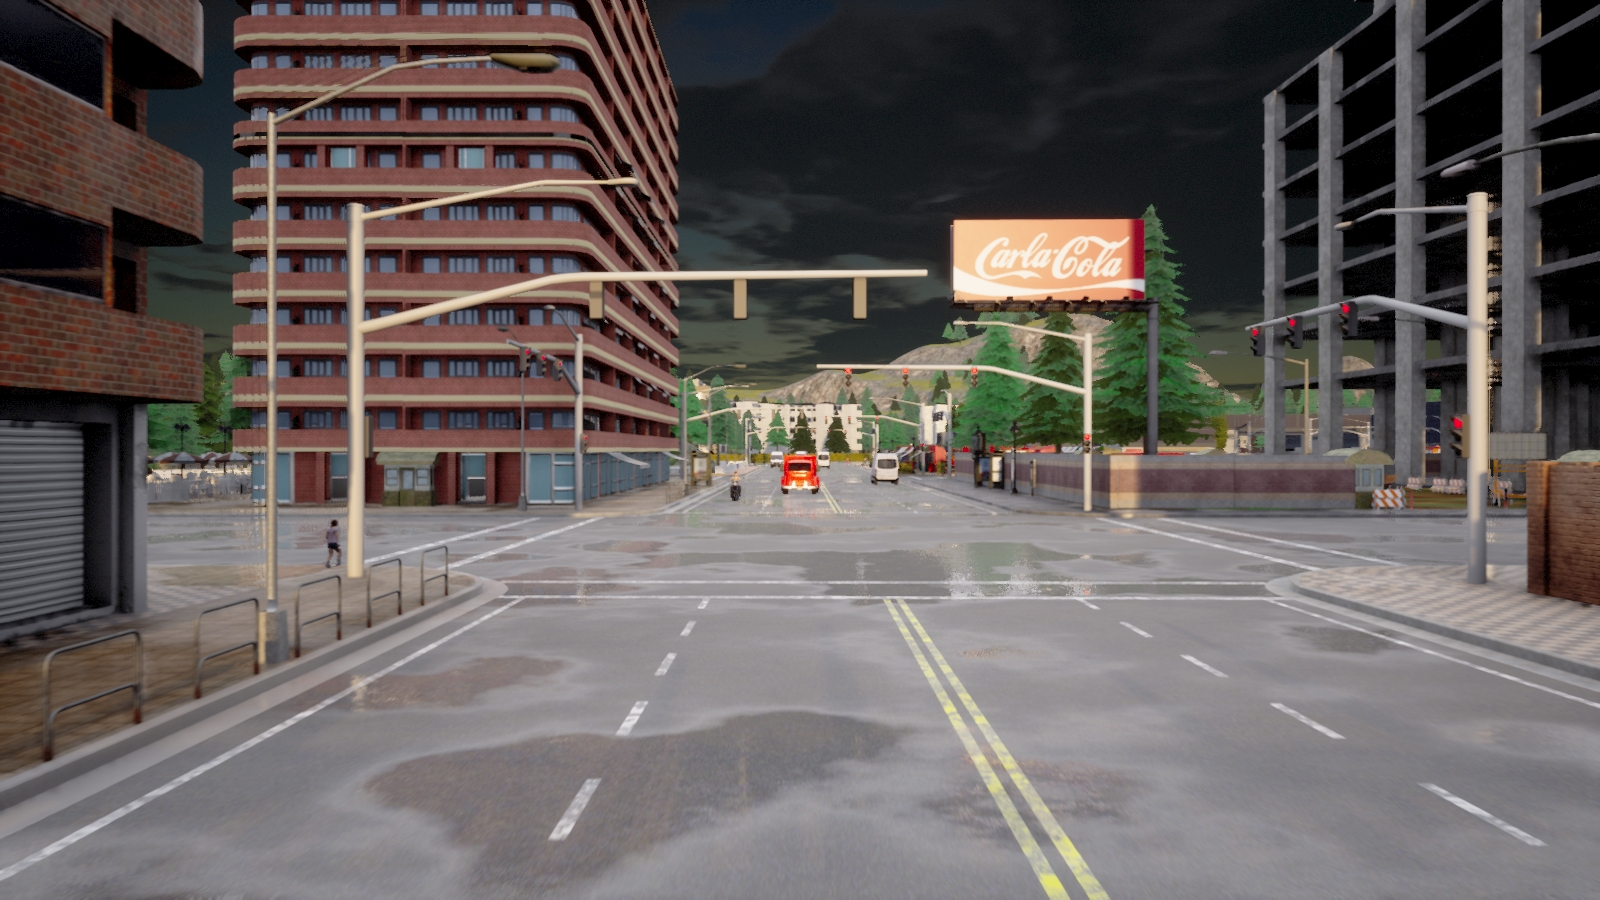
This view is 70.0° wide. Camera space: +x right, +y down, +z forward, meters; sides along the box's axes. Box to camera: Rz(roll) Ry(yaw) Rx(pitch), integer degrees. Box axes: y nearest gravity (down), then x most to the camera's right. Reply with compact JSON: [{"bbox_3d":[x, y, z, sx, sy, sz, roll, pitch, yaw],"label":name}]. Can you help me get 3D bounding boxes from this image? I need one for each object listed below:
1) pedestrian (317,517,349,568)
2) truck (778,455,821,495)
[{"bbox_3d":[-10.544,2.079,25.808,0.500,1.100,0.500,0,0,8],"label":"pedestrian"},{"bbox_3d":[0.011,1.573,73.592,2.627,2.467,5.204,0,0,1],"label":"truck"}]
